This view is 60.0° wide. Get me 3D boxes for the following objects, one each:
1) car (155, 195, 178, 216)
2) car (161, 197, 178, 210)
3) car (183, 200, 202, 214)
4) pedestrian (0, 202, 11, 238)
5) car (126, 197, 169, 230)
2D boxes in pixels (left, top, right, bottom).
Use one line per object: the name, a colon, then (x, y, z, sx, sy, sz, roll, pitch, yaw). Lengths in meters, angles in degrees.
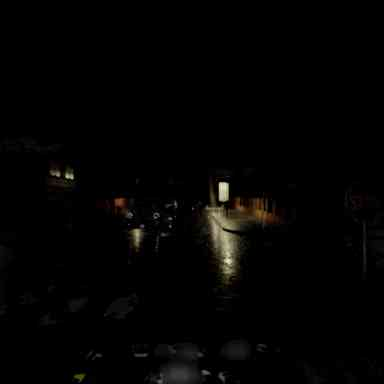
car: (-2.877, 1.314, 33.775, 2.150, 2.045, 5.566, 0, -1, 0)
car: (-3.026, 1.529, 45.463, 2.097, 1.767, 4.553, 0, 0, -2)
car: (0.075, 1.587, 36.955, 1.882, 1.535, 5.008, 0, 0, 0)
pedestrian: (-9.679, 1.405, 17.025, 0.375, 1.860, 0.375, 0, -1, 1)
car: (-2.860, 1.386, 21.329, 2.097, 1.767, 4.553, 0, 0, 0)
